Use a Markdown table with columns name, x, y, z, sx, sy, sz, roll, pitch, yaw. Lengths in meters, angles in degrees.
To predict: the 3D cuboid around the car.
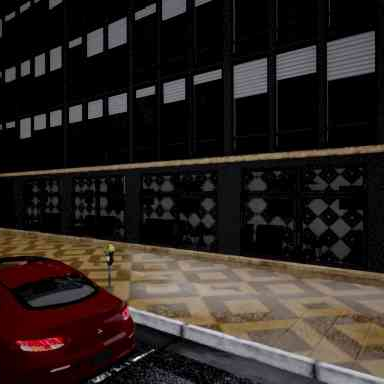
| name | x | y | z | sx | sy | sz | roll | pitch | yaw |
| --- | --- | --- | --- | --- | --- | --- | --- | --- | --- |
| car | -2.627 | 1.582 | 4.701 | 4.206 | 1.307 | 1.802 | 0 | 0 | 35 |
